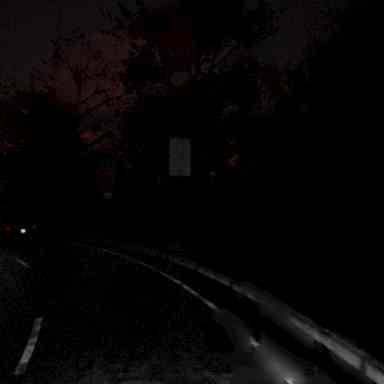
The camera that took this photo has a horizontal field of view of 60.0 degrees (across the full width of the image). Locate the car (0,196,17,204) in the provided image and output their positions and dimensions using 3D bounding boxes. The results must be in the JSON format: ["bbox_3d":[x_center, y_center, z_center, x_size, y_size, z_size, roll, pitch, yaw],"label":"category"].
[{"bbox_3d":[-42.637,1.908,76.627,1.837,1.490,4.892,-1,1,-14],"label":"car"}]

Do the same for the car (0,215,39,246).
[{"bbox_3d":[-9.900,1.914,17.345,4.181,1.385,1.994,-1,-1,34],"label":"car"}]
